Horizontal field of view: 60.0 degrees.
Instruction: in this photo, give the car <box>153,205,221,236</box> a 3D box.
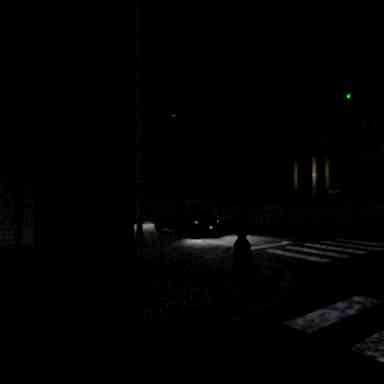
[{"bbox_3d":[-0.438,1.440,18.038,1.812,1.442,4.674,-1,0,-36],"label":"car"}]
